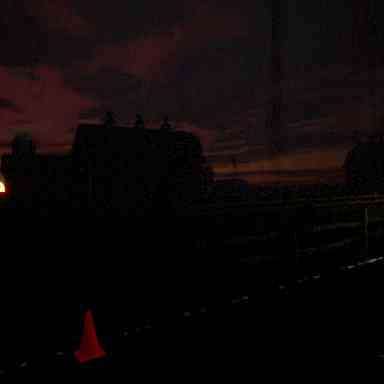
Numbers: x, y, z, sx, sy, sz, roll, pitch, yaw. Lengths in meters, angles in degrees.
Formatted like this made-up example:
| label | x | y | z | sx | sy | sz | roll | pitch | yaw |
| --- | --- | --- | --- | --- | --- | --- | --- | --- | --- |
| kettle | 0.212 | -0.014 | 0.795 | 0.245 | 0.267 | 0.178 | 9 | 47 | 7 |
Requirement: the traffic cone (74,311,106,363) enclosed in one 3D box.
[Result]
| label | x | y | z | sx | sy | sz | roll | pitch | yaw |
| --- | --- | --- | --- | --- | --- | --- | --- | --- | --- |
| traffic cone | -1.395 | 1.914 | 4.527 | 0.340 | 0.580 | 0.340 | -2 | 1 | -36 |
